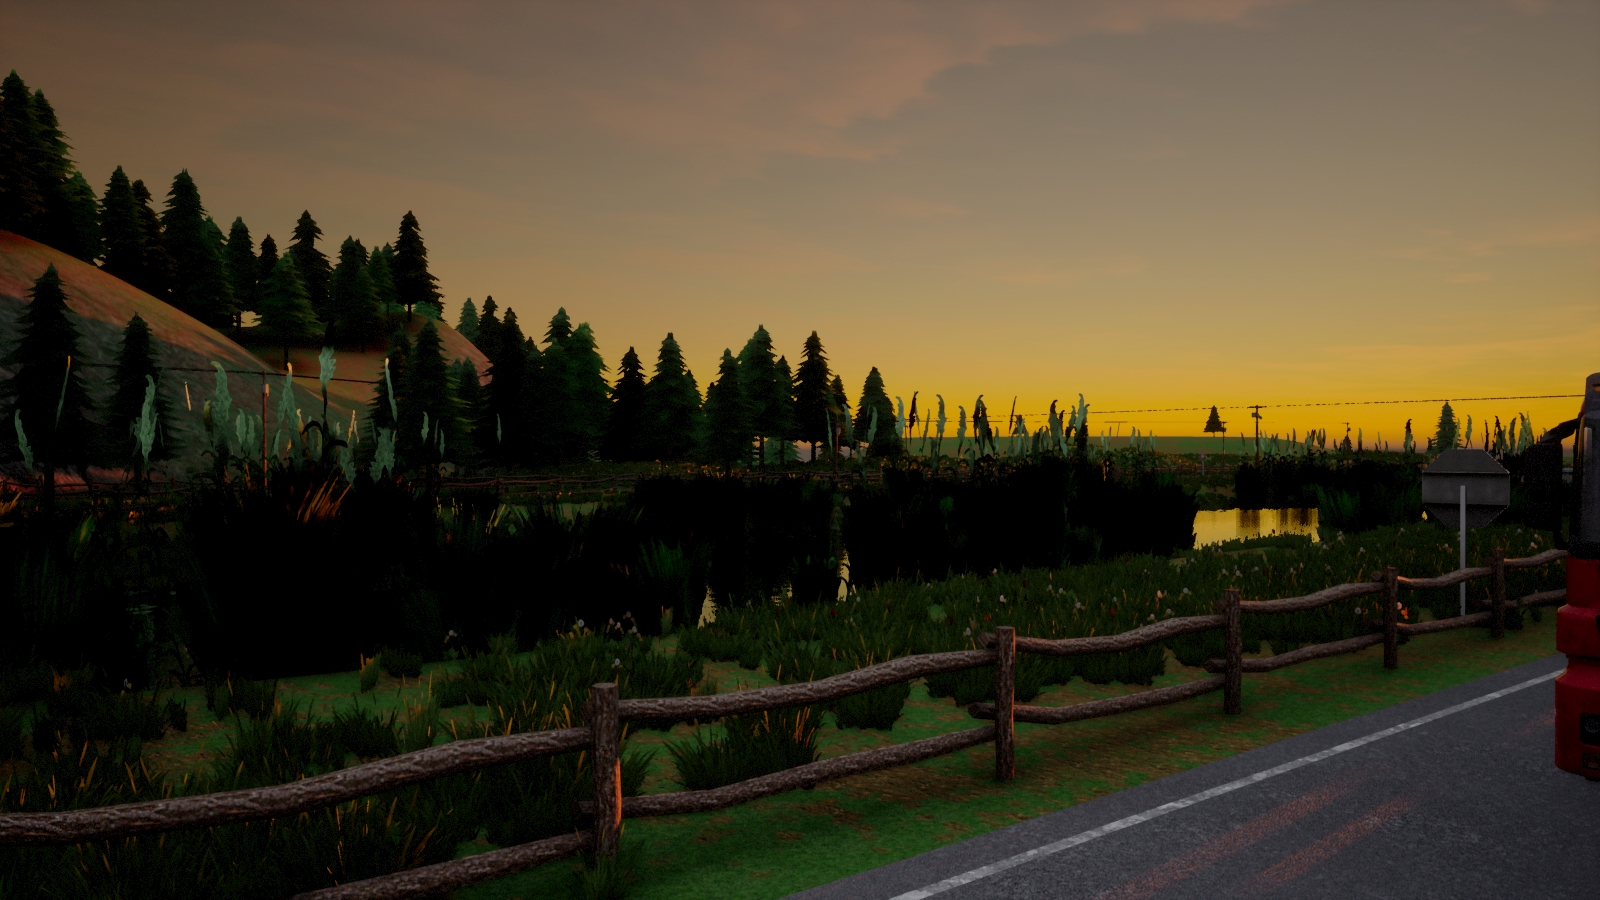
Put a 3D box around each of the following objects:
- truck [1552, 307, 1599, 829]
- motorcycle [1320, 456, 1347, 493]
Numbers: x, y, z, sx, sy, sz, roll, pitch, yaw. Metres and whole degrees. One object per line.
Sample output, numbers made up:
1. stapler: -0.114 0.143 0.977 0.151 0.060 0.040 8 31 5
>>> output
1. truck: 9.436 0.862 10.925 2.891 3.827 8.468 0 0 39
2. motorcycle: 34.806 1.577 74.501 2.033 2.348 0.803 0 0 -39
